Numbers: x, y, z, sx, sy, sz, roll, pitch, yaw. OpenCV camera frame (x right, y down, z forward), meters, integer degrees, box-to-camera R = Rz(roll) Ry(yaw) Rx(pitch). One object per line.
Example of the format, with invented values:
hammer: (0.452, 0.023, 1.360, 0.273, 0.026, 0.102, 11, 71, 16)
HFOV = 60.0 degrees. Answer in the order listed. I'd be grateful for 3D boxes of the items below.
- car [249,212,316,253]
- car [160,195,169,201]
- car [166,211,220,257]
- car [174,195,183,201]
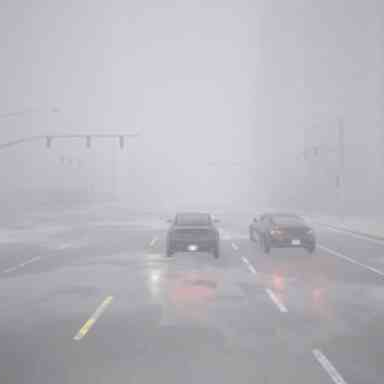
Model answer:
car: (3.550, 1.523, 13.573, 1.812, 1.442, 4.674, 0, 0, 1)
car: (-6.752, 1.509, 81.556, 1.812, 1.442, 4.674, 0, 0, 1)
car: (0.044, 1.504, 12.965, 1.837, 1.490, 4.892, 0, 0, 1)
car: (-3.253, 1.510, 81.500, 2.128, 1.511, 4.902, 0, 0, 1)
